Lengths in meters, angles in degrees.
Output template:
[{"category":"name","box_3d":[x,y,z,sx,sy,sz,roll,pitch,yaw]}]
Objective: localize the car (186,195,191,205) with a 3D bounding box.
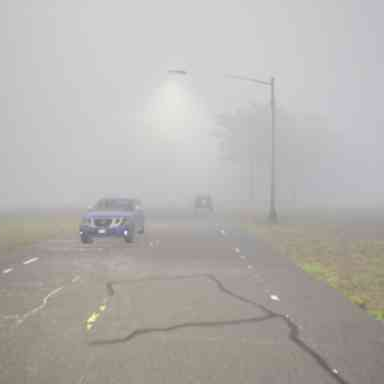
[{"category":"car","box_3d":[-0.001,1.519,56.145,2.033,1.411,5.357,0,0,0]}]

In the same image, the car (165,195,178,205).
[{"category":"car","box_3d":[-3.543,1.321,57.906,2.097,1.767,4.553,0,0,1]}]

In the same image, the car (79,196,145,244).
[{"category":"car","box_3d":[-3.599,1.216,16.065,2.150,2.045,5.566,0,0,0]}]

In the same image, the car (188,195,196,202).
[{"category":"car","box_3d":[-0.002,1.402,73.656,1.895,1.301,4.718,0,0,0]}]

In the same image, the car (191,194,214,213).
[{"category":"car","box_3d":[1.224,1.211,37.453,2.150,2.045,5.566,0,0,0]}]
